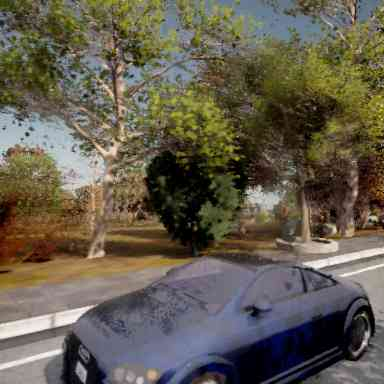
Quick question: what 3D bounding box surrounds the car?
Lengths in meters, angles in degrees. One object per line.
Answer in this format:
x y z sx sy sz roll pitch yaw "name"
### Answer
0.553 1.559 4.380 4.181 1.385 1.994 0 0 -35 "car"
